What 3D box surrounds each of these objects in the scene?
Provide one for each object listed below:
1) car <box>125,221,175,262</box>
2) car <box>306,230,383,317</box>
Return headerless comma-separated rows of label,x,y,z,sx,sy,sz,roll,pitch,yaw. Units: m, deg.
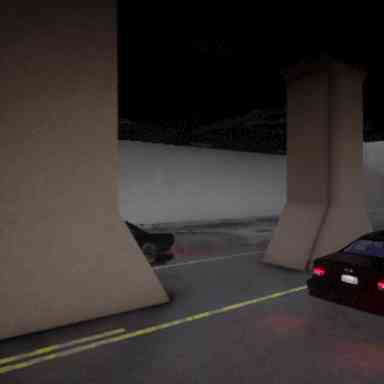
car,-2.988,1.588,10.460,4.718,1.301,1.895,0,0,-36
car,4.709,1.521,7.114,5.357,1.411,2.033,0,0,-36
